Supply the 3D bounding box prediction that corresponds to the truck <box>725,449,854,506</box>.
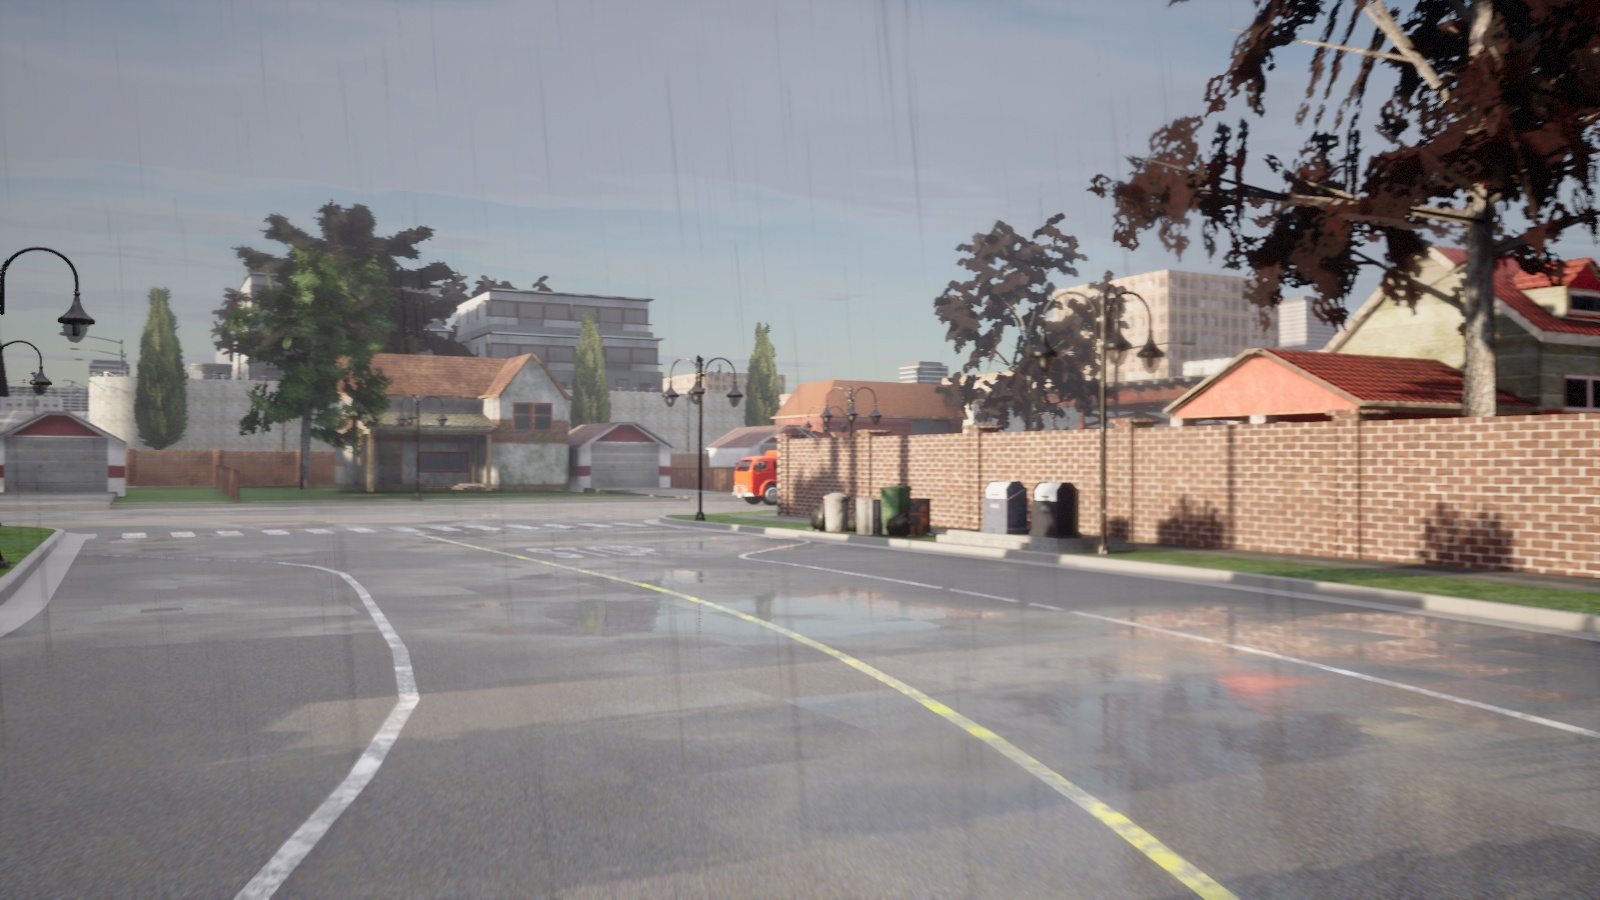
[{"bbox_3d":[-0.464,1.250,57.032,5.204,2.467,2.627,1,-1,-28],"label":"truck"}]
